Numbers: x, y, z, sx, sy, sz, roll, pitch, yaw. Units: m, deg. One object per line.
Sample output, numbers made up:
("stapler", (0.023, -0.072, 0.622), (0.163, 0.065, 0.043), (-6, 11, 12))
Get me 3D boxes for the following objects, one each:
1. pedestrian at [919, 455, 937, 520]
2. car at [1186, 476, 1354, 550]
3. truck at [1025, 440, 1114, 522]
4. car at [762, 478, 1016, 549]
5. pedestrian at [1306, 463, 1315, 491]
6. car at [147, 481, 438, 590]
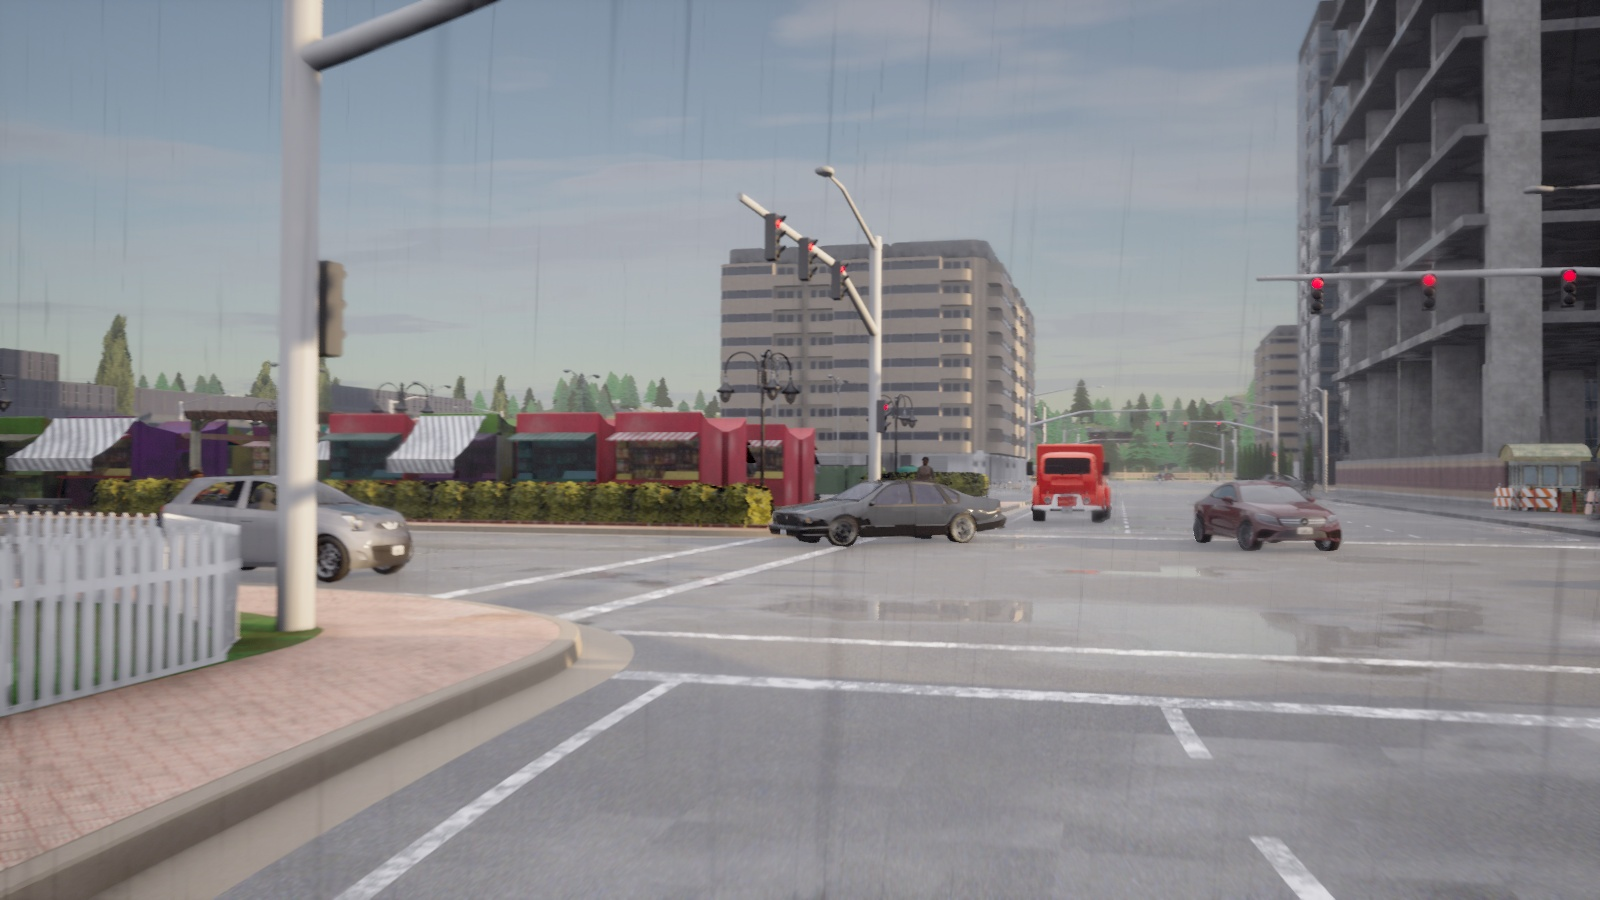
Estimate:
("pedestrian", (3.576, 1.047, 35.140), (0.328, 1.805, 0.869), (0, -1, 17))
("car", (10.081, 1.311, 27.353), (1.812, 1.442, 4.674), (0, -1, -1))
("truck", (8.777, 0.981, 40.537), (2.627, 2.467, 5.204), (0, -1, 14))
("car", (2.020, 1.369, 28.180), (5.357, 1.411, 2.033), (0, -1, -25))
("pedestrian", (33.613, 1.752, 82.659), (0.431, 1.840, 0.703), (0, -1, 13))
("car", (-7.536, 1.221, 18.773), (3.633, 1.501, 1.845), (0, -1, 15))
